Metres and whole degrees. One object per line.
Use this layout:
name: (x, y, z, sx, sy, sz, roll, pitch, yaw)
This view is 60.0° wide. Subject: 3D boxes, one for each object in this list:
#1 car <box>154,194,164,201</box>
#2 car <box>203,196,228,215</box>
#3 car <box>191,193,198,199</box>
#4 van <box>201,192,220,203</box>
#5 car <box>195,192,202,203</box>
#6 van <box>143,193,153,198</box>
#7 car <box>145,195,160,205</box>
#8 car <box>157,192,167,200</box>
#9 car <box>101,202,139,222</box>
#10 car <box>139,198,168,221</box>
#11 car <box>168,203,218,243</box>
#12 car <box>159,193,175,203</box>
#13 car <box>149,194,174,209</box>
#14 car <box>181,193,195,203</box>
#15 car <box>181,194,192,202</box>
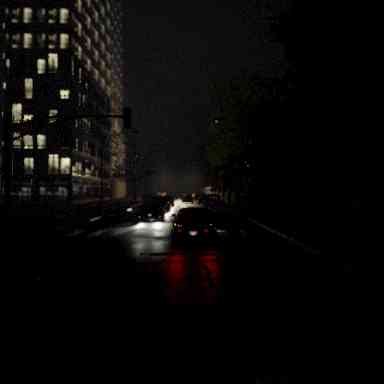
car: (-6.742, 1.185, 69.094, 1.802, 1.307, 4.206, 0, 0, -2)
car: (2.303, 1.350, 30.748, 1.752, 1.417, 4.829, 0, 0, -1)
car: (0.590, 1.010, 86.185, 1.752, 1.417, 4.829, 0, 0, -3)
van: (2.206, 1.135, 36.121, 1.690, 1.788, 3.998, 0, 0, -1)
car: (1.809, 1.219, 52.920, 1.752, 1.417, 4.829, 0, 0, -2)
van: (-6.060, 1.081, 46.912, 1.690, 1.788, 3.998, 0, 0, -1)
car: (-6.206, 1.251, 52.457, 1.887, 1.381, 4.507, 0, 0, -2)
car: (-7.180, 0.848, 80.179, 2.192, 1.841, 5.009, 0, 0, -2)
car: (-5.489, 1.419, 24.735, 2.008, 1.369, 4.403, 0, 0, -1)
car: (-3.057, 1.426, 25.373, 1.994, 1.385, 4.181, 0, 0, -3)
car: (0.024, 1.440, 15.537, 1.812, 1.442, 4.674, 0, 0, -1)
car: (-3.393, 1.220, 45.861, 1.882, 1.535, 5.008, 0, 0, -1)
car: (-3.199, 1.309, 35.410, 1.837, 1.490, 4.892, 0, 0, -1)
car: (-0.746, 1.157, 55.824, 1.882, 1.535, 5.008, 0, 0, -2)
car: (-1.169, 1.109, 66.038, 2.128, 1.511, 4.902, 0, 0, -2)
